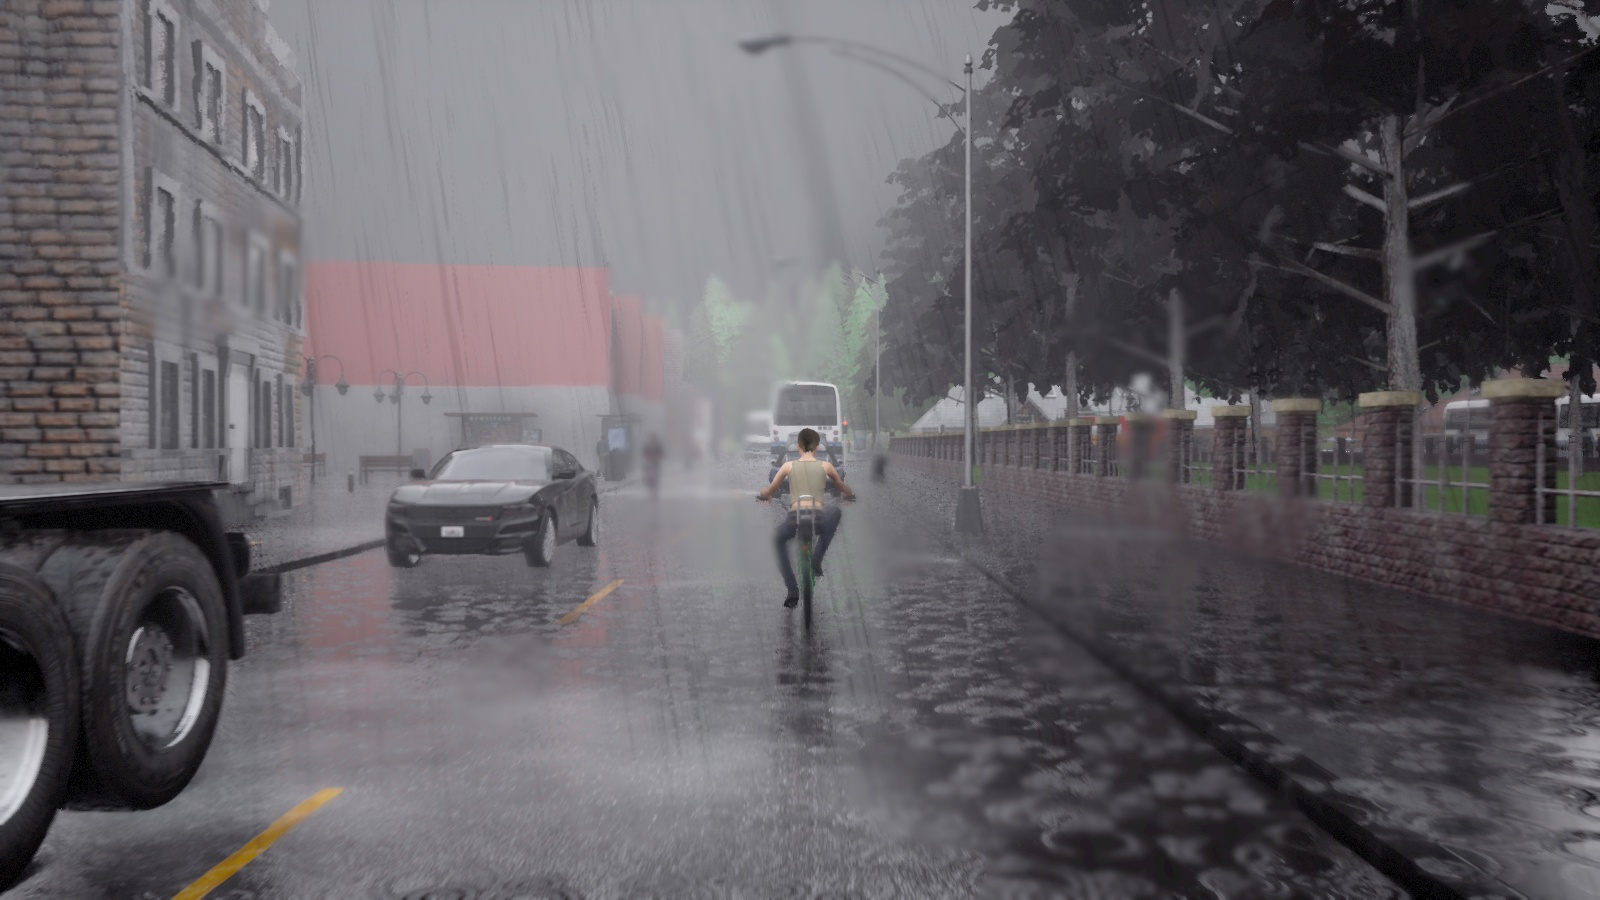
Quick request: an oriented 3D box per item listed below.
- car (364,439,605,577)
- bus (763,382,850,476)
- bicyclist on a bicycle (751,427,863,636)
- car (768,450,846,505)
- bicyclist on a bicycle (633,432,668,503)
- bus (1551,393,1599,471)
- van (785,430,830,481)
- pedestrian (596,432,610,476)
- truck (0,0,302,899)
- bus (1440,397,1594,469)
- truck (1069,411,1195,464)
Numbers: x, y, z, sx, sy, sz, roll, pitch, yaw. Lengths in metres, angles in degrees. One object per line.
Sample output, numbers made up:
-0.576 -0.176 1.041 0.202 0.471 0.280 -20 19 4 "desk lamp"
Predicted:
-3.902 0.628 16.475 1.882 1.535 5.008 0 0 0 "car"
0.367 -0.977 61.658 3.944 4.253 10.273 0 0 1 "bus"
0.063 0.624 10.460 0.866 1.612 1.509 0 0 1 "bicyclist on a bicycle"
0.181 0.662 32.851 1.895 1.301 4.718 0 0 0 "car"
-3.822 0.432 32.261 0.659 1.776 1.843 0 0 0 "bicyclist on a bicycle"
45.465 -0.973 67.268 3.944 4.253 10.273 0 0 -3 "bus"
0.299 0.207 51.921 1.775 1.987 4.442 0 0 0 "van"
-8.240 0.148 52.545 0.370 1.835 0.726 0 0 7 "pedestrian"
-3.971 -0.252 2.354 2.891 3.462 7.936 0 0 0 "truck"
45.319 -1.045 79.894 3.944 4.253 10.273 0 0 0 "bus"
24.216 -0.917 91.882 8.468 3.827 2.891 0 0 -1 "truck"
